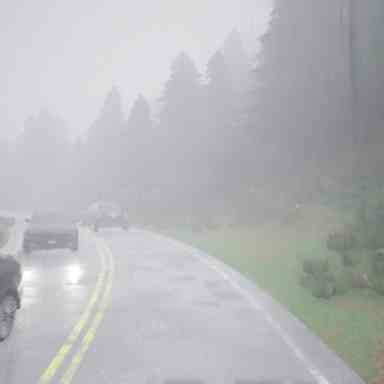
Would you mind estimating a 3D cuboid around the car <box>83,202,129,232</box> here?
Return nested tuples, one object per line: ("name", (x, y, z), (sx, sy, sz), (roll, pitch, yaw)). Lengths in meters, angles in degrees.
("car", (-5.556, 1.385, 20.692), (2.097, 1.767, 4.553), (3, -1, -31))

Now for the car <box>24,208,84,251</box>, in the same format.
("car", (-5.741, 1.431, 13.761), (1.882, 1.535, 5.008), (2, 0, -22))

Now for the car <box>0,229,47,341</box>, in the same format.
("car", (-3.604, 1.494, 3.609), (2.128, 1.511, 4.902), (0, 0, -4))
